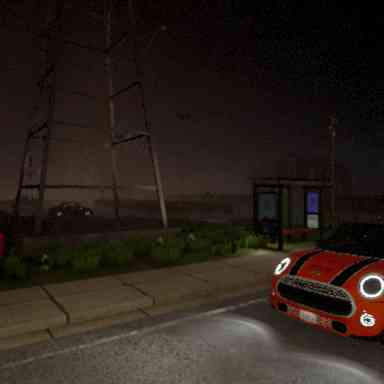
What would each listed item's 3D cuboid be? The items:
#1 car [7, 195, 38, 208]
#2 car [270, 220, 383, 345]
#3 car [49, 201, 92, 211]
[{"bbox_3d":[-24.687,1.387,49.238,4.605,1.855,1.932,1,0,-36],"label":"car"},{"bbox_3d":[3.625,1.368,6.454,4.553,1.767,2.097,1,-1,-35],"label":"car"},{"bbox_3d":[-11.276,1.602,31.196,3.905,1.438,1.784,1,0,-36],"label":"car"}]
